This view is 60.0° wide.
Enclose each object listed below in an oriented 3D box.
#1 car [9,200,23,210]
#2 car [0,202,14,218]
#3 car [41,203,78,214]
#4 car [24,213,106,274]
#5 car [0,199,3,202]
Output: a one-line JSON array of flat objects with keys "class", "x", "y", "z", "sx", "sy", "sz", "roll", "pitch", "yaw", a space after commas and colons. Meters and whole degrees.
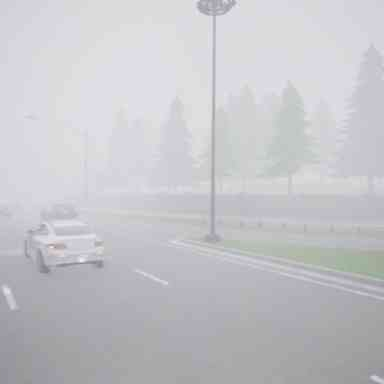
[{"class": "car", "x": -27.024, "y": 2.013, "z": 50.573, "sx": 1.812, "sy": 1.442, "sz": 4.674, "roll": 1, "pitch": -1, "yaw": -34}, {"class": "car", "x": -19.071, "y": 1.902, "z": 32.713, "sx": 1.895, "sy": 1.301, "sz": 4.718, "roll": 1, "pitch": -1, "yaw": -34}, {"class": "car", "x": -10.661, "y": 1.641, "z": 26.608, "sx": 2.097, "sy": 1.767, "sz": 4.553, "roll": 1, "pitch": -1, "yaw": -34}, {"class": "car", "x": -4.326, "y": 1.649, "z": 11.085, "sx": 1.812, "sy": 1.442, "sz": 4.674, "roll": 1, "pitch": -1, "yaw": -34}, {"class": "car", "x": -44.583, "y": 2.293, "z": 76.117, "sx": 1.895, "sy": 1.301, "sz": 4.718, "roll": 1, "pitch": -1, "yaw": -34}]
